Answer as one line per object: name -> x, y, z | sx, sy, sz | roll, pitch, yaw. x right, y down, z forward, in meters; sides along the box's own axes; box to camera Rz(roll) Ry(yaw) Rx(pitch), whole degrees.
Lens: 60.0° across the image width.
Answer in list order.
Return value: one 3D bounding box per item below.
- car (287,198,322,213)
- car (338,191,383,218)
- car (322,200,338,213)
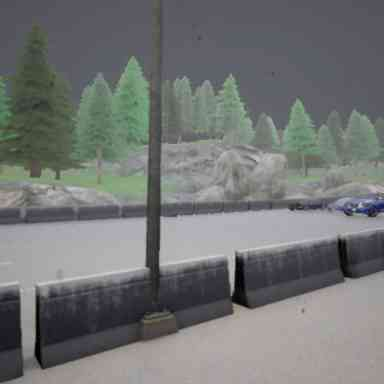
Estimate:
car -> 11.902, 1.338, 33.968 | 4.718, 1.301, 1.895 | -1, 1, -35
car -> 14.797, 0.978, 27.438 | 5.566, 2.045, 2.150 | -1, 1, -35
car -> 14.845, 1.247, 31.757 | 4.674, 1.442, 1.812 | -1, 1, -36
